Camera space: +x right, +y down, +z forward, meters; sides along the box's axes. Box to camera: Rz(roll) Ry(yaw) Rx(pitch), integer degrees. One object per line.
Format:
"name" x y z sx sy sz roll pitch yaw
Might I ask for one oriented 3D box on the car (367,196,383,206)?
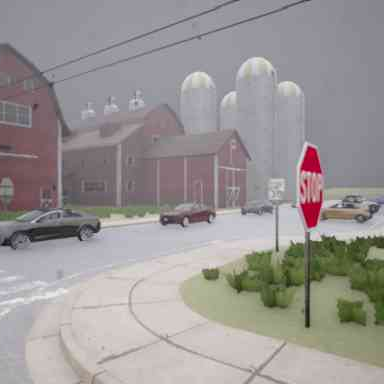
"car" 32.433 1.475 56.449 4.611 1.667 2.242 0 0 35

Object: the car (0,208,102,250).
"car" -6.299 1.481 14.423 2.128 1.511 4.902 0 0 40

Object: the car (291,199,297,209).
"car" 14.669 1.514 44.331 1.812 1.442 4.674 0 0 35

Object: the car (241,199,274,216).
"car" 6.443 1.494 32.514 1.837 1.490 4.892 0 0 35

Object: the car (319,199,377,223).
"car" 11.327 1.501 25.219 4.193 1.474 1.816 0 0 35

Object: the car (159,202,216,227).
"car" -0.206 1.467 22.883 1.882 1.535 5.008 0 0 35

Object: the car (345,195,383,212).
"car" 18.578 1.308 36.600 3.866 1.878 1.905 0 0 35
